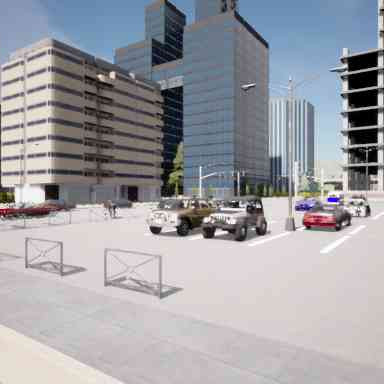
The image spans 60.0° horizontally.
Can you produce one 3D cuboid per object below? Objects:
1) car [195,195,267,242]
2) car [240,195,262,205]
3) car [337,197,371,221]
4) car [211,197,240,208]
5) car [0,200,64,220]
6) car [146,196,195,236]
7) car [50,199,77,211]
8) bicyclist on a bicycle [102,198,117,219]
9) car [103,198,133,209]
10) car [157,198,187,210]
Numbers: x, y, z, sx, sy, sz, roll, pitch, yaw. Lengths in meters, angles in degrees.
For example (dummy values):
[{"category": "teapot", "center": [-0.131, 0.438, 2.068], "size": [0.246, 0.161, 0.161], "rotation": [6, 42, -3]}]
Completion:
[{"category": "car", "center": [2.113, 1.156, 15.603], "size": [1.905, 1.878, 3.866], "rotation": [0, 0, 34]}, {"category": "car", "center": [10.415, 1.352, 58.340], "size": [2.097, 1.767, 4.553], "rotation": [0, 0, 34]}, {"category": "car", "center": [14.116, 1.395, 28.578], "size": [1.970, 1.475, 3.806], "rotation": [0, 0, 34]}, {"category": "car", "center": [5.155, 1.547, 50.462], "size": [2.033, 1.411, 5.357], "rotation": [0, 0, 33]}, {"category": "car", "center": [-13.815, 1.601, 28.373], "size": [1.895, 1.301, 4.718], "rotation": [0, 0, 34]}, {"category": "car", "center": [-0.257, 1.153, 17.266], "size": [1.932, 1.855, 4.605], "rotation": [0, 0, 34]}, {"category": "car", "center": [-15.935, 1.547, 38.164], "size": [2.033, 1.411, 5.357], "rotation": [0, 0, 34]}, {"category": "bicyclist on a bicycle", "center": [-6.500, 1.302, 26.216], "size": [1.656, 1.620, 0.582], "rotation": [0, 0, 34]}, {"category": "car", "center": [-10.309, 1.564, 46.537], "size": [1.994, 1.385, 4.181], "rotation": [0, 0, 35]}, {"category": "car", "center": [-2.647, 1.564, 45.086], "size": [1.994, 1.385, 4.181], "rotation": [0, 0, 34]}]
